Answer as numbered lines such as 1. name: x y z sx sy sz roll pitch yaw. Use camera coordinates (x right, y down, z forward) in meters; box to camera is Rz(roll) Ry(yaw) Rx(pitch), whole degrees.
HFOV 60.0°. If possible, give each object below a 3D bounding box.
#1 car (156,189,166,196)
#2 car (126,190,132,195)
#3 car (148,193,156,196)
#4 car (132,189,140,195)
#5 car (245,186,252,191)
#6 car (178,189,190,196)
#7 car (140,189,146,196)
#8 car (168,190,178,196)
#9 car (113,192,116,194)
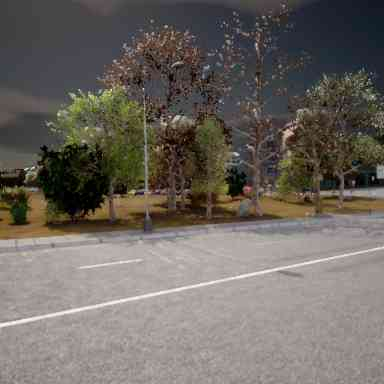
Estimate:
1. car: -5.639 -0.012 79.465 2.435 2.045 5.566 0 2 18
2. car: -15.025 0.128 86.685 1.946 1.575 5.366 0 3 19
3. car: -7.983 0.222 81.326 2.231 1.521 4.892 -1 2 18
4. car: -12.661 0.034 84.979 2.185 1.767 4.553 -1 2 18
5. car: 10.984 -0.169 66.944 2.435 2.045 5.566 -1 2 16
6. car: -0.907 0.115 75.902 2.185 1.767 4.553 -1 2 17
7. car: -10.311 0.192 83.170 2.097 1.535 5.008 0 3 18
8. car: -3.278 0.276 77.658 2.163 1.488 4.792 -1 2 17
9. car: -19.601 0.050 90.590 2.097 1.535 5.008 -1 3 19
